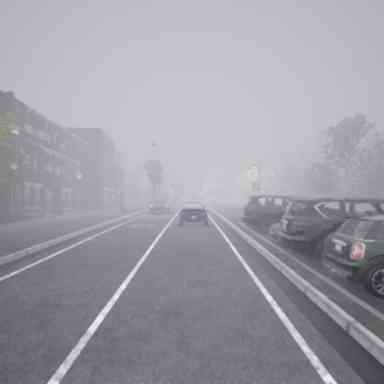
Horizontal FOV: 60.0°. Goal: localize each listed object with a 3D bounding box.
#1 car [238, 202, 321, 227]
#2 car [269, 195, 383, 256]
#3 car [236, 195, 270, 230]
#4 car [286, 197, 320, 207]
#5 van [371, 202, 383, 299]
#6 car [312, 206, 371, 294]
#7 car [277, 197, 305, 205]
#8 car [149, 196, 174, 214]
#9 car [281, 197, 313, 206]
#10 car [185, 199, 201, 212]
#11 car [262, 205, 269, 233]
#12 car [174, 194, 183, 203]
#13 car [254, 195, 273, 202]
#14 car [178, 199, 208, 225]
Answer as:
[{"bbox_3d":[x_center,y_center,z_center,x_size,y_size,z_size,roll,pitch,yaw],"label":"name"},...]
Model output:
[{"bbox_3d":[5.599,1.452,21.847,4.892,1.521,2.231,0,0,0],"label":"car"},{"bbox_3d":[5.626,1.190,10.636,5.566,2.045,2.435,0,0,0],"label":"car"},{"bbox_3d":[5.631,1.192,19.046,5.566,2.045,2.435,0,0,0],"label":"car"},{"bbox_3d":[18.728,1.675,56.230,5.008,1.535,2.097,0,0,0],"label":"car"},{"bbox_3d":[5.482,1.227,5.031,4.442,1.987,1.878,0,0,0],"label":"van"},{"bbox_3d":[5.566,1.319,7.835,4.553,1.767,2.185,0,0,0],"label":"car"},{"bbox_3d":[18.726,1.761,62.779,4.674,1.452,2.002,0,0,0],"label":"car"},{"bbox_3d":[-3.333,1.426,35.644,2.097,1.767,4.553,0,0,0],"label":"car"},{"bbox_3d":[18.720,1.699,59.504,4.892,1.521,2.231,0,0,0],"label":"car"},{"bbox_3d":[0.115,1.623,41.531,1.837,1.490,4.892,0,0,0],"label":"car"},{"bbox_3d":[5.605,1.438,13.441,4.892,1.521,2.231,0,0,0],"label":"car"},{"bbox_3d":[-3.224,1.457,76.534,2.150,2.045,5.566,0,0,0],"label":"car"},{"bbox_3d":[18.786,1.765,87.116,4.553,1.767,2.185,0,0,0],"label":"car"},{"bbox_3d":[0.109,1.465,23.682,1.882,1.535,5.008,0,0,0],"label":"car"}]
